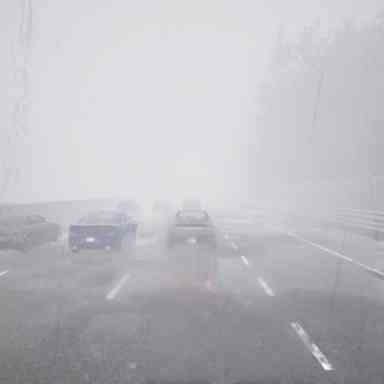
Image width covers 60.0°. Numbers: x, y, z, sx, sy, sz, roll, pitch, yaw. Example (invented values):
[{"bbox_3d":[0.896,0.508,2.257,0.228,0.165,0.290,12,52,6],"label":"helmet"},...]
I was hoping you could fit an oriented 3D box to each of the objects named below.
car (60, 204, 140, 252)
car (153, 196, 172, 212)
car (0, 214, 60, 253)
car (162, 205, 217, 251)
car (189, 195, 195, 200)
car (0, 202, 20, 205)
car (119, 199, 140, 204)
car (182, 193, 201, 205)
[{"bbox_3d":[-3.497,1.489,13.912,1.882,1.535,5.008,0,0,0],"label":"car"},{"bbox_3d":[-3.490,1.579,39.417,2.033,1.411,5.357,0,0,0],"label":"car"},{"bbox_3d":[-6.997,1.576,13.741,1.994,1.385,4.181,0,0,0],"label":"car"},{"bbox_3d":[0.004,1.503,14.051,2.128,1.511,4.902,0,0,0],"label":"car"},{"bbox_3d":[0.024,1.599,93.152,1.812,1.442,4.674,0,0,0],"label":"car"},{"bbox_3d":[-17.574,1.627,31.541,1.895,1.301,4.718,0,0,0],"label":"car"},{"bbox_3d":[-6.989,1.536,37.037,1.837,1.490,4.892,0,0,0],"label":"car"},{"bbox_3d":[0.008,1.383,39.463,2.097,1.767,4.553,0,0,0],"label":"car"}]
